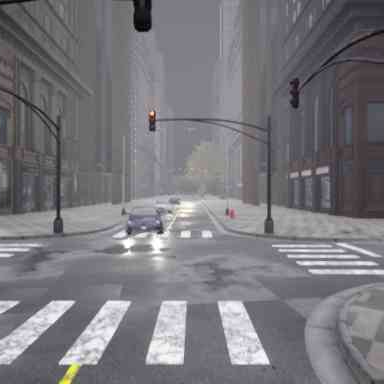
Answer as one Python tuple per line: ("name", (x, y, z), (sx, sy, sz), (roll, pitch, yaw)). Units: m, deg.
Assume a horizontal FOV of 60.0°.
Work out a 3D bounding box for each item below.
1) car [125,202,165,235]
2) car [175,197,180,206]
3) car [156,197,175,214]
("car", (-2.675, 1.512, 18.802), (1.812, 1.442, 4.674), (0, 0, -7))
("car", (-2.941, 1.534, 56.244), (2.033, 1.411, 5.357), (0, 0, 1))
("car", (-3.039, 1.503, 34.782), (1.812, 1.442, 4.674), (0, 0, 0))
